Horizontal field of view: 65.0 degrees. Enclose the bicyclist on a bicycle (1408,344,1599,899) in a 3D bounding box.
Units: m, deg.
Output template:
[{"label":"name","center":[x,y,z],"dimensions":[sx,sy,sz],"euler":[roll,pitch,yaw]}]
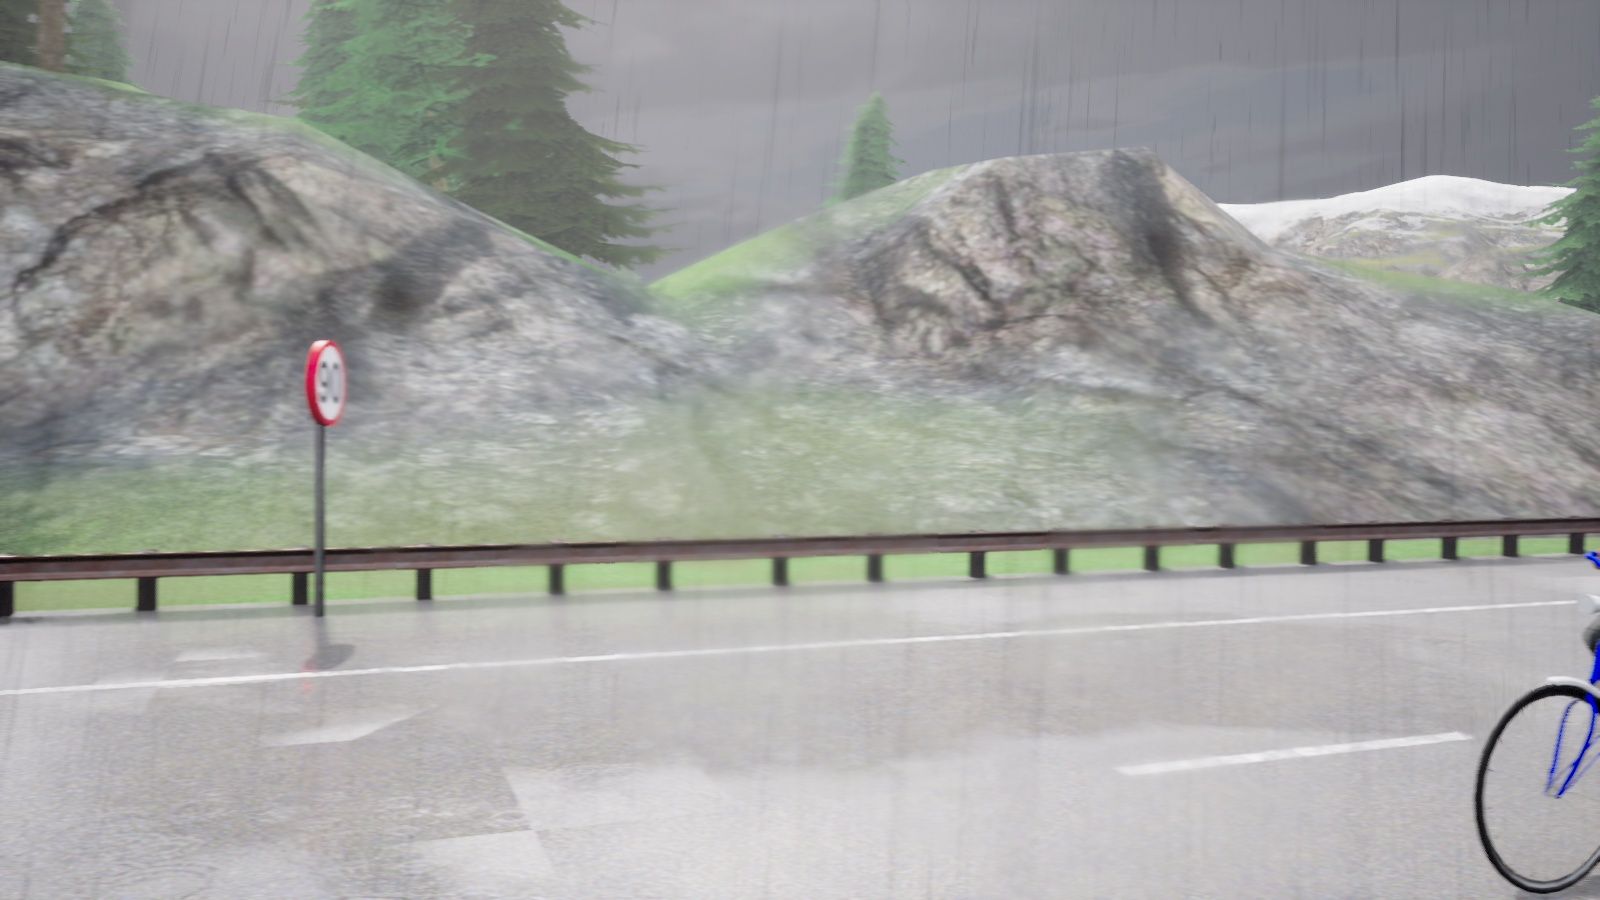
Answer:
[{"label":"bicyclist on a bicycle","center":[3.114,0.549,4.419],"dimensions":[1.843,1.776,0.659],"euler":[-1,1,-21]}]
